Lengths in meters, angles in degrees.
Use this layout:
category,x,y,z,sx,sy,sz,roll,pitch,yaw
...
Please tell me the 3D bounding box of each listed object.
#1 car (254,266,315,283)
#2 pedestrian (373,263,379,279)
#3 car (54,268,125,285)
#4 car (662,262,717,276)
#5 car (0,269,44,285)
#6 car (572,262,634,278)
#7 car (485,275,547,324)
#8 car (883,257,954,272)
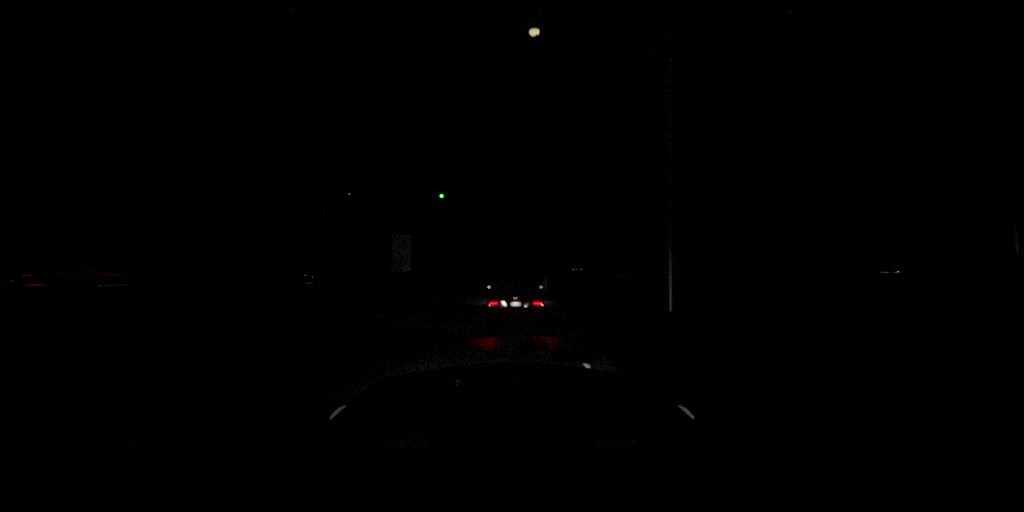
category,x,y,z,sx,sy,sz,roll,pitch,yaw
car,-20.242,1.639,32.045,4.892,1.490,1.837,0,-2,0
pedestrian,-15.094,1.648,39.644,0.375,1.860,0.375,0,-2,0
car,-37.656,1.805,32.069,5.008,1.535,1.882,0,-2,0
car,17.625,1.264,35.706,4.718,1.301,1.895,-1,-2,0
car,-49.800,2.071,35.673,4.892,1.490,1.837,0,-2,0
car,7.978,1.199,31.682,5.357,1.411,2.033,0,-3,-17
car,0.101,1.349,12.119,2.033,1.411,5.357,0,0,0
car,40.407,0.859,35.681,5.357,1.411,2.033,-1,-2,0
